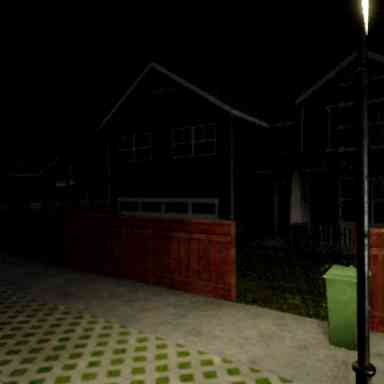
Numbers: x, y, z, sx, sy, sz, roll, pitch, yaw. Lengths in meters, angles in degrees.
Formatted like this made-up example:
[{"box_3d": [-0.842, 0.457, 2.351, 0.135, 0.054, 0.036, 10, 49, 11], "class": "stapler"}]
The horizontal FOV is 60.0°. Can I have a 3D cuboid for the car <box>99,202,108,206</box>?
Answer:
[{"box_3d": [-10.487, 2.059, 41.984, 1.837, 1.490, 4.892, 0, -1, 16], "class": "car"}]

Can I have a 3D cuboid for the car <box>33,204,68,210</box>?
[{"box_3d": [-13.467, 1.908, 31.255, 2.128, 1.511, 4.902, 0, -1, 15], "class": "car"}]
